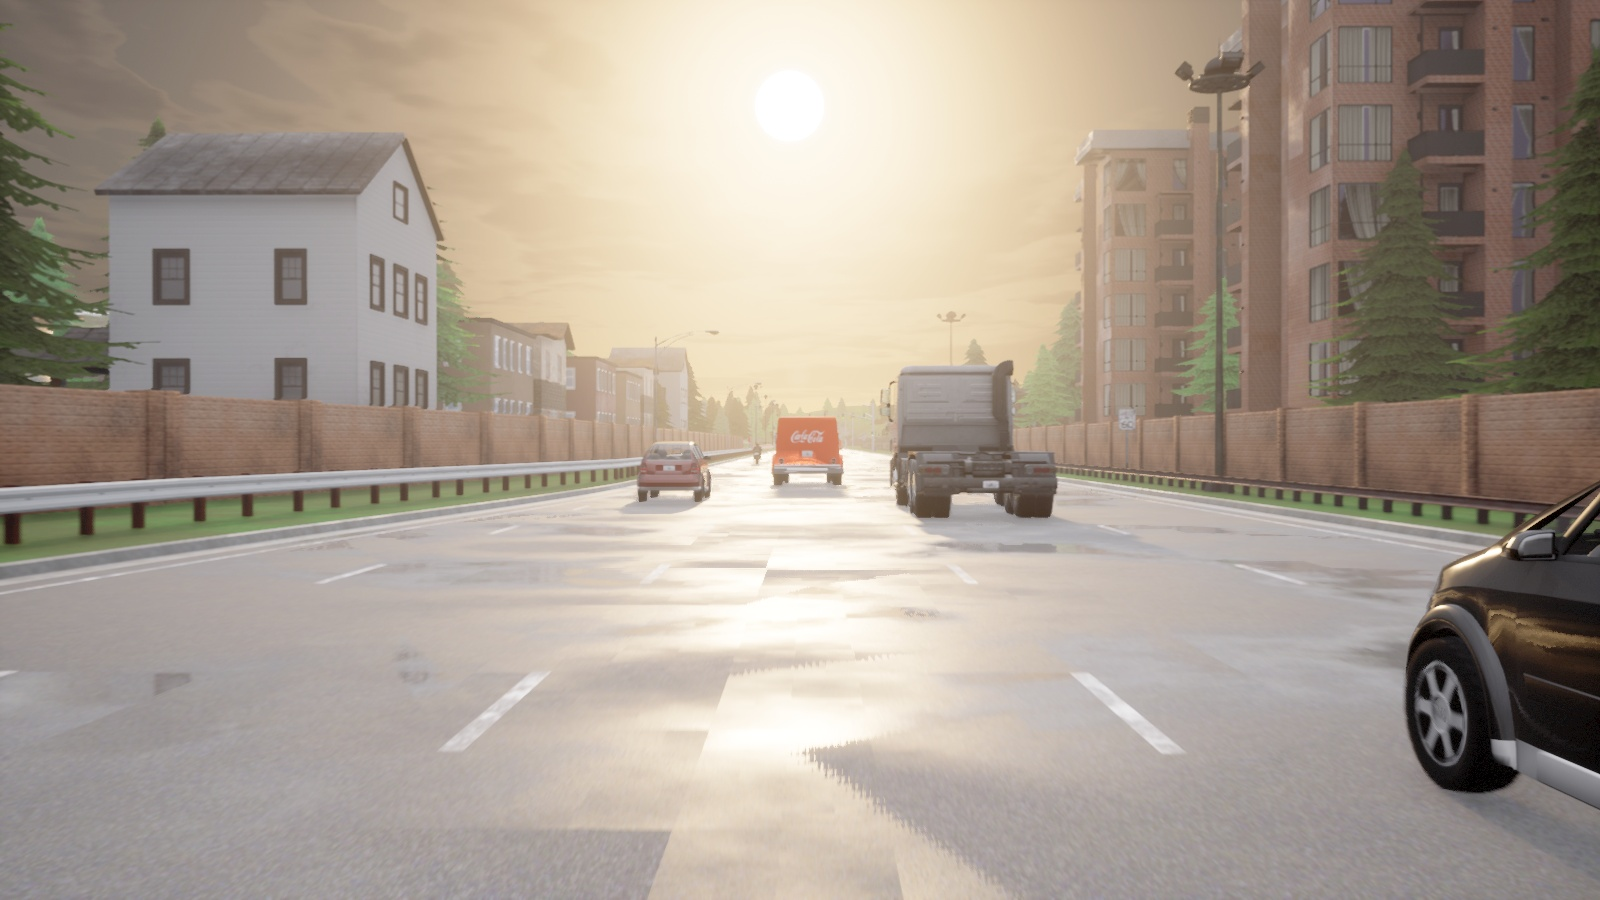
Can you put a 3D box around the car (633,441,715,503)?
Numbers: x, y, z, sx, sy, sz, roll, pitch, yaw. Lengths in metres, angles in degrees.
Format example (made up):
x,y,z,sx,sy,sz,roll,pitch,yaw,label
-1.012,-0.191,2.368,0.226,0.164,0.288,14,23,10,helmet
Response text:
x,y,z,sx,sy,sz,roll,pitch,yaw,label
-3.290,0.544,33.394,1.789,1.549,3.705,0,0,0,car

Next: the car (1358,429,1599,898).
x,y,z,sx,sy,sz,roll,pitch,yaw,label
3.537,0.705,4.105,1.789,1.549,3.705,0,0,0,car

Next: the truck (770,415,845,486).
x,y,z,sx,sy,sz,roll,pitch,yaw,label
0.289,0.010,46.579,2.627,2.467,5.204,0,0,0,truck

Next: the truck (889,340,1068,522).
x,y,z,sx,sy,sz,roll,pitch,yaw,label
3.679,-0.382,27.896,2.891,3.462,7.936,0,0,0,truck
